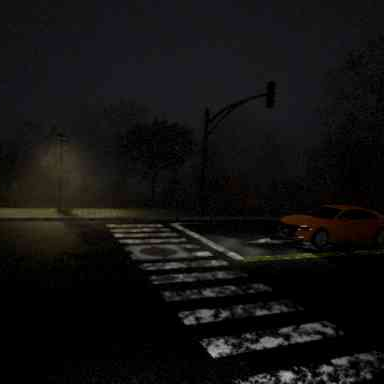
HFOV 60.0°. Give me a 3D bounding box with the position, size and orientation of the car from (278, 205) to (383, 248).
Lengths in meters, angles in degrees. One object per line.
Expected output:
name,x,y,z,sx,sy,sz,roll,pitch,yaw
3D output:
car,5.923,1.270,13.568,5.008,1.535,1.882,2,4,-21
